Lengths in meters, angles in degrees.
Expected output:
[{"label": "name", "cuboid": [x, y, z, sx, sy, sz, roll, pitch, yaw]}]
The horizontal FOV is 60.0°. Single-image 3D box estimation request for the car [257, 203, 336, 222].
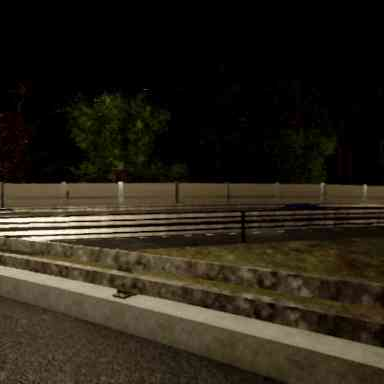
[{"label": "car", "cuboid": [6.585, 1.442, 21.016, 5.008, 1.535, 1.882, 0, 0, -15]}]
